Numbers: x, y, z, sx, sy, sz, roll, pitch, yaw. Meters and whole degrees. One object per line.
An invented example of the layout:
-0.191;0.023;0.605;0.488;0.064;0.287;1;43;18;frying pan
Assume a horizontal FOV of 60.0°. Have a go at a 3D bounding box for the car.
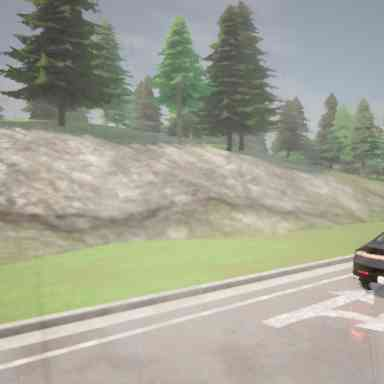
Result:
5.722;1.518;7.826;4.902;1.511;2.128;0;0;-35;car
